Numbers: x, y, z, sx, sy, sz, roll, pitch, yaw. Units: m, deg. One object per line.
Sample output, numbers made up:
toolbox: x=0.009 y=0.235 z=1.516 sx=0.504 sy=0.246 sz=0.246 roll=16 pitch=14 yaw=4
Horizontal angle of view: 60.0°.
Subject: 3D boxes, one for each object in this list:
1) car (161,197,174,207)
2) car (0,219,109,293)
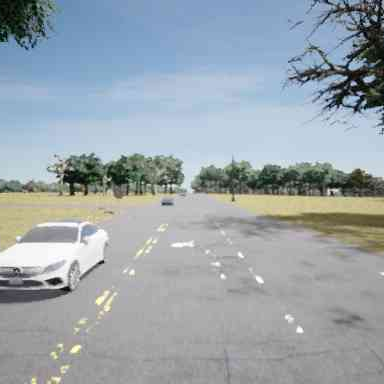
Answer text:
car: x=-3.653 y=1.445 z=50.430 sx=2.033 sy=1.411 sz=5.357 roll=0 pitch=0 yaw=0
car: x=-3.531 y=1.517 z=8.986 sx=1.812 sy=1.442 sz=4.674 roll=0 pitch=0 yaw=0
